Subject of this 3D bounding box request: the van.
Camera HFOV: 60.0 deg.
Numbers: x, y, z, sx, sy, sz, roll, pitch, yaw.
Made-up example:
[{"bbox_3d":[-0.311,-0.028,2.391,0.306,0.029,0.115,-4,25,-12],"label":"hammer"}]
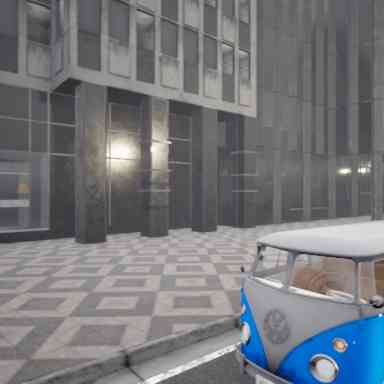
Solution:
[{"bbox_3d":[2.363,1.344,4.501,3.998,1.788,1.690,0,0,-38],"label":"van"}]
